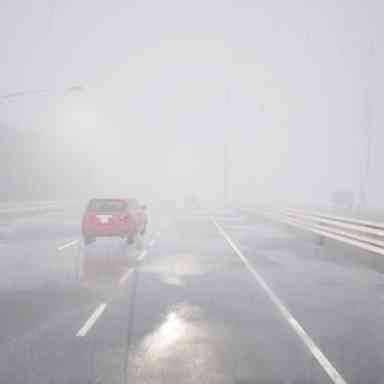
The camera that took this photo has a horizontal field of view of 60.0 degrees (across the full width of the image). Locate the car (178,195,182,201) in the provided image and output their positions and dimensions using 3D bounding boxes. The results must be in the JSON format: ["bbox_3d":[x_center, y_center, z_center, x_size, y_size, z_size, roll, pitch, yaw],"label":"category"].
[{"bbox_3d":[-3.904,1.682,88.011,1.812,1.442,4.674,0,0,-1],"label":"car"}]

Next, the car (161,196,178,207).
[{"bbox_3d":[-3.643,1.665,51.588,1.895,1.301,4.718,0,0,0],"label":"car"}]

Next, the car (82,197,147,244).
[{"bbox_3d":[-3.515,1.229,15.956,2.150,2.045,5.566,0,0,0],"label":"car"}]

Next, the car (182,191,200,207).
[{"bbox_3d":[-0.032,1.283,51.195,2.150,2.045,5.566,0,0,0],"label":"car"}]
